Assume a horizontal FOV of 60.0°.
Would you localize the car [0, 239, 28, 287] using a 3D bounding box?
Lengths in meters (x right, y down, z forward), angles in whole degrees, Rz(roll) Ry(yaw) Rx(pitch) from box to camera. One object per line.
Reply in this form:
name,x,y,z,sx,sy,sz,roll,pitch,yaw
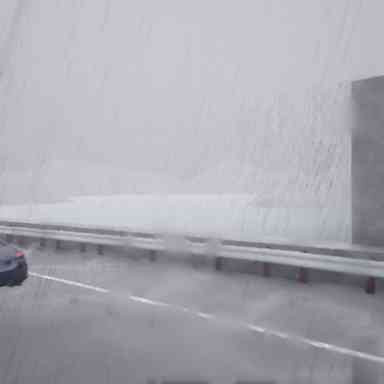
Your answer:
car,-5.824,1.534,7.900,4.181,1.385,1.994,0,1,33
